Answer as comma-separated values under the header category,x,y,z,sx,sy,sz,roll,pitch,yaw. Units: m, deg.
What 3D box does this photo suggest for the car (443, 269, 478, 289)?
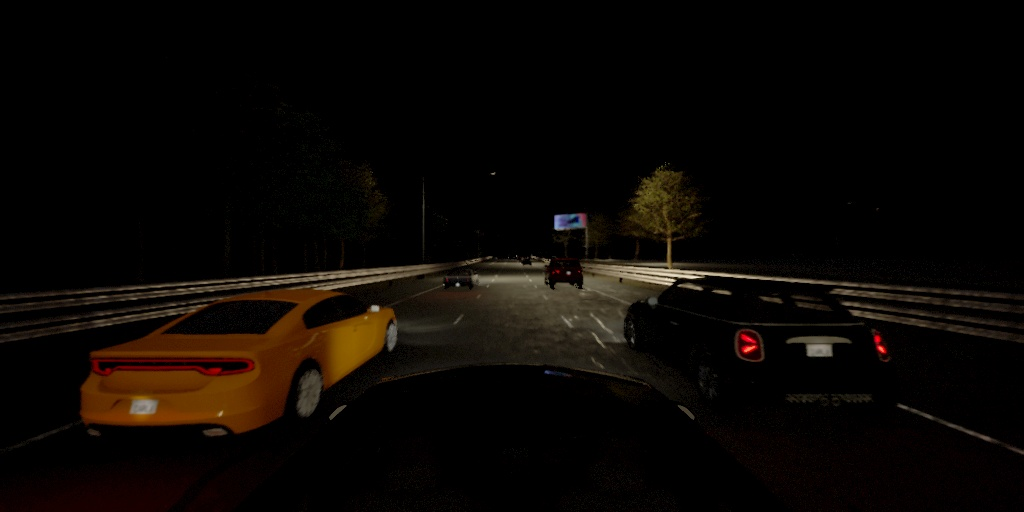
category,x,y,z,sx,sy,sz,roll,pitch,yaw
car,-3.417,1.561,24.840,1.895,1.301,4.718,0,-1,0

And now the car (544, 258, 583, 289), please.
category,x,y,z,sx,sy,sz,roll,pitch,yaw
car,3.583,1.188,25.403,2.150,2.045,5.566,0,-1,0

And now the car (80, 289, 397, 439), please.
category,x,y,z,sx,sy,sz,roll,pitch,yaw
car,-3.404,1.264,5.793,1.882,1.535,5.008,0,-1,0

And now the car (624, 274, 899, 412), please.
category,x,y,z,sx,sy,sz,roll,pitch,yaw
car,3.597,1.145,6.323,2.097,1.767,4.553,0,-1,0
